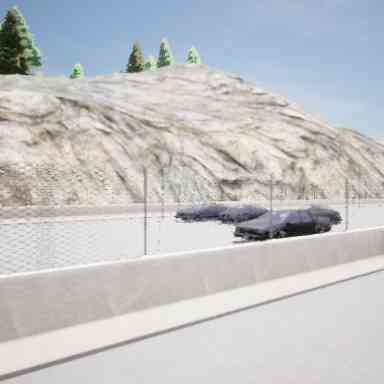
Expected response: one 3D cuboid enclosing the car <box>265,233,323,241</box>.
[{"bbox_3d":[4.481,1.547,15.787,5.357,1.411,2.033,0,0,-35],"label":"car"}]
